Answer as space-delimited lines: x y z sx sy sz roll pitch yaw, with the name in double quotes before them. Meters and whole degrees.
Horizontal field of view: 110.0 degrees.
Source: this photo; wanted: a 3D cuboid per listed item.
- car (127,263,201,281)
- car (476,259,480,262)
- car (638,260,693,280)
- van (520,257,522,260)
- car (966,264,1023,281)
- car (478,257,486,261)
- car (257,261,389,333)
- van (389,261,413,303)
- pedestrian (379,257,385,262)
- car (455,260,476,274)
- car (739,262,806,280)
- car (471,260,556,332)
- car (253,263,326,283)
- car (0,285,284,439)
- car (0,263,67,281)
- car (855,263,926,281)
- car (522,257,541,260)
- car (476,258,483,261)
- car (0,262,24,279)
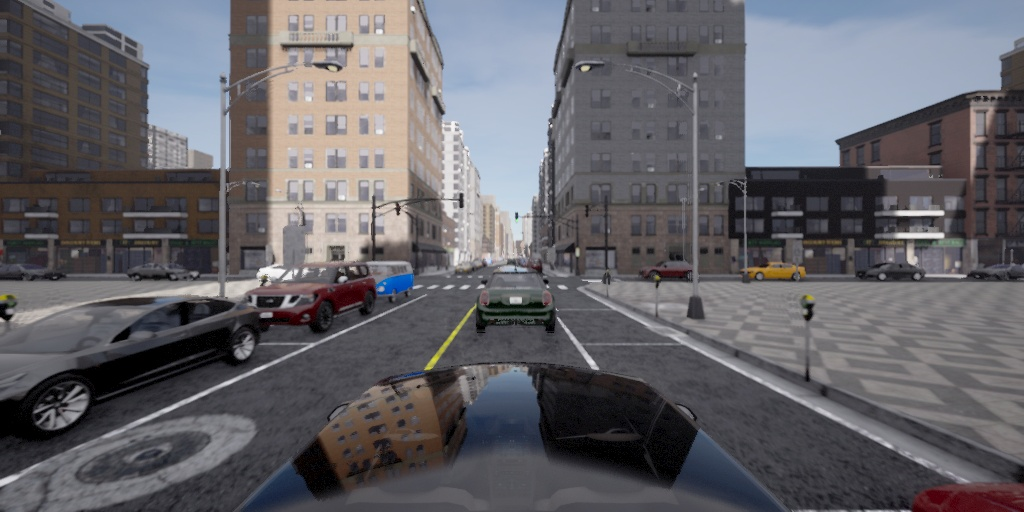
"car" -27.761 1.294 28.688 4.902 1.511 2.128 0 0 1
"car" -5.871 1.402 49.402 1.948 1.339 4.313 0 0 0
"car" 13.450 1.161 31.277 4.553 1.767 2.097 0 0 1
"van" 2.651 1.185 60.692 1.690 1.789 3.998 0 0 0
"car" 42.714 1.376 30.791 5.357 1.411 2.033 0 0 1
"car" -5.874 1.370 60.541 1.751 1.417 4.829 0 0 0
"car" -5.860 1.097 11.087 2.192 1.841 5.009 0 0 0
"van" -5.862 1.140 16.728 1.690 1.789 3.998 0 0 0
"pedestrian" -12.561 0.959 34.696 0.375 1.860 0.375 0 0 1
"car" -5.870 1.357 43.576 1.751 1.417 4.829 0 0 0
"car" 22.518 1.290 31.134 5.008 1.535 1.882 0 0 1
"car" 0.097 1.135 11.135 2.097 1.767 4.553 0 0 0
"car" -17.637 1.327 28.534 4.674 1.442 1.812 0 0 1
"car" -5.859 1.329 5.447 1.948 1.339 4.313 0 0 0
"car" -39.390 1.348 28.874 5.357 1.411 2.033 0 0 1
"car" 32.589 1.324 30.976 4.892 1.490 1.837 0 0 1
"car" 2.656 1.146 43.721 2.192 1.841 5.009 0 0 0
"car" -5.873 1.366 54.886 1.751 1.417 4.829 0 0 0
"car" -47.563 1.290 32.135 4.902 1.511 2.128 0 0 1
